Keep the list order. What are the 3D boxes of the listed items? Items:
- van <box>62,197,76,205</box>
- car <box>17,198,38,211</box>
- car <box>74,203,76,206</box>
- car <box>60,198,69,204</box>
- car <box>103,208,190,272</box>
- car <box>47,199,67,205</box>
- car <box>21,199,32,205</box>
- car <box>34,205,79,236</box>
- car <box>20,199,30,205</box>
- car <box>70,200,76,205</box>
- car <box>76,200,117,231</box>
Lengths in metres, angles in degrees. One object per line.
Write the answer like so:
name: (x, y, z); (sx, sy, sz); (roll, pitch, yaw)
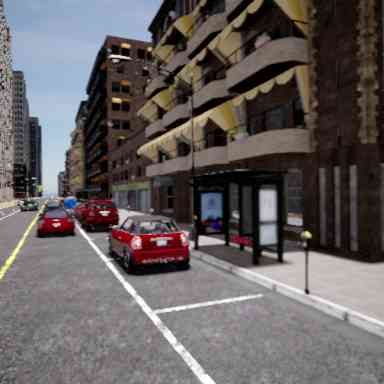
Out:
van: (-19.234, 1.710, 52.824); (1.690, 1.788, 3.998); (-1, 0, -23)
car: (-22.912, 1.756, 46.918); (2.097, 1.767, 4.553); (-1, 0, -23)
car: (-8.215, 1.743, 26.819); (1.802, 1.307, 4.206); (-1, 0, -23)
car: (-30.247, 2.129, 78.829); (1.887, 1.381, 4.507); (-1, 0, -23)
car: (-1.608, 1.483, 11.216); (1.967, 1.590, 4.097); (-1, 0, -23)
car: (-14.991, 1.835, 36.110); (1.994, 1.385, 4.181); (-1, 0, -23)
car: (-40.166, 2.290, 80.762); (1.947, 1.339, 4.313); (-1, 0, -23)
car: (-7.990, 1.709, 19.582); (1.994, 1.385, 4.181); (-1, 0, -22)
car: (-37.962, 2.263, 75.560); (1.802, 1.307, 4.206); (-1, 0, -23)
car: (-10.418, 1.782, 32.020); (1.802, 1.307, 4.206); (-1, 0, -23)
car: (-6.015, 1.437, 21.619); (2.192, 1.841, 5.009); (-1, 0, -23)
